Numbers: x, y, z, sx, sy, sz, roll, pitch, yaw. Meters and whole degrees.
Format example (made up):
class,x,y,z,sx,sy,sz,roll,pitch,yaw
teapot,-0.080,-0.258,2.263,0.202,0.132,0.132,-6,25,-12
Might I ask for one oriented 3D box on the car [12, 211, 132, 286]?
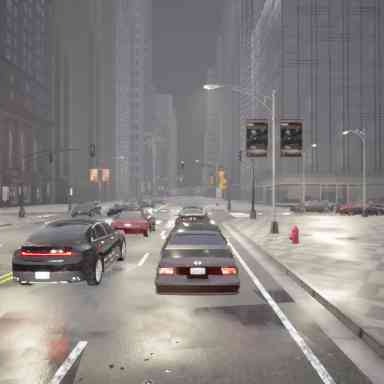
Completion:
class,x,y,z,sx,sy,sz,roll,pitch,yaw
car,-3.149,1.516,9.437,1.837,1.490,4.892,0,0,0

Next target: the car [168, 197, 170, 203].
class,x,y,z,sx,sy,sz,roll,pitch,yaw
car,-6.484,1.808,80.092,2.097,1.767,4.553,0,0,0

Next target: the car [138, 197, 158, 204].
class,x,y,z,sx,sy,sz,roll,pitch,yaw
car,-6.576,1.781,49.208,1.994,1.385,4.181,0,0,0

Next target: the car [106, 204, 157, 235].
class,x,y,z,sx,sy,sz,roll,pitch,yaw
car,-3.147,1.601,18.338,1.994,1.385,4.181,0,0,0

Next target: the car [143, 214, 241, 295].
class,x,y,z,sx,sy,sz,roll,pitch,yaw
car,0.108,1.557,8.853,2.033,1.411,5.357,0,0,0

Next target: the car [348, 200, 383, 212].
class,x,y,z,sx,sy,sz,roll,pitch,yaw
car,20.832,1.642,38.930,4.313,1.339,1.947,0,0,-1

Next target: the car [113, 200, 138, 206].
class,x,y,z,sx,sy,sz,roll,pitch,yaw
car,-6.597,1.691,31.135,1.895,1.301,4.718,0,0,0

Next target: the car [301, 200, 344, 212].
class,x,y,z,sx,sy,sz,roll,pitch,yaw
car,15.192,1.661,38.843,4.313,1.339,1.947,0,0,-1

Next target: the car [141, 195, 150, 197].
class,x,y,z,sx,sy,sz,roll,pitch,yaw
car,-9.737,1.585,68.817,2.150,2.045,5.566,0,0,0

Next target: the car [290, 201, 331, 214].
class,x,y,z,sx,sy,sz,roll,pitch,yaw
car,12.863,1.635,36.051,4.181,1.385,1.994,0,-1,-2

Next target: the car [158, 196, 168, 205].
class,x,y,z,sx,sy,sz,roll,pitch,yaw
car,-6.508,1.886,65.978,2.033,1.411,5.357,0,0,1

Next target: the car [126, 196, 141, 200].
class,x,y,z,sx,sy,sz,roll,pitch,yaw
car,-9.831,1.748,53.207,1.837,1.490,4.892,0,0,0

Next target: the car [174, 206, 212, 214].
class,x,y,z,sx,sy,sz,roll,pitch,yaw
car,0.050,1.543,18.592,1.837,1.490,4.892,0,0,1

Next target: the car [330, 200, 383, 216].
class,x,y,z,sx,sy,sz,roll,pitch,yaw
car,15.321,1.576,30.320,4.206,1.307,1.802,0,0,-1

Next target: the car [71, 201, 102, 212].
class,x,y,z,sx,sy,sz,roll,pitch,yaw
car,-9.848,1.605,31.370,1.837,1.490,4.892,0,0,0

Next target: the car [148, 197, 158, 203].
class,x,y,z,sx,sy,sz,roll,pitch,yaw
car,-9.733,1.993,83.207,1.812,1.442,4.674,0,0,0

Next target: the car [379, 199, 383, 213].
class,x,y,z,sx,sy,sz,roll,pitch,yaw
car,23.348,1.514,36.214,5.008,1.535,1.882,0,-1,-1
